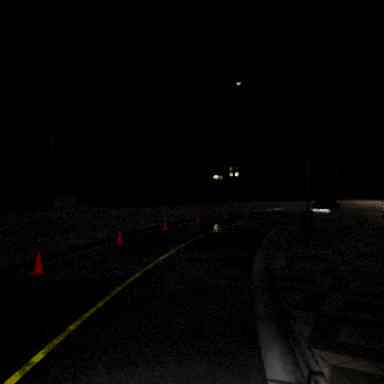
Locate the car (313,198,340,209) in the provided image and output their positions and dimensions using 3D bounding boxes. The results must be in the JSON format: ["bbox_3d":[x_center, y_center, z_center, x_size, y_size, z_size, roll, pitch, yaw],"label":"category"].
[{"bbox_3d":[17.465,1.497,43.150,4.181,1.385,1.994,0,1,-44],"label":"car"}]

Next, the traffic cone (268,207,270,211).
[{"bbox_3d":[8.667,1.885,37.331,0.340,0.580,0.340,1,1,39],"label":"traffic cone"}]

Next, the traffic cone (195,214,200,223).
[{"bbox_3d":[0.410,1.909,24.035,0.340,0.580,0.340,0,0,24],"label":"traffic cone"}]

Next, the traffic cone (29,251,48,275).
[{"bbox_3d":[-4.182,1.916,9.070,0.340,0.580,0.340,0,0,10],"label":"traffic cone"}]

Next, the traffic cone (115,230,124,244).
[{"bbox_3d":[-3.083,1.911,14.184,0.340,0.580,0.340,0,0,15],"label":"traffic cone"}]

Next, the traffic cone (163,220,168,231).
[{"bbox_3d":[-1.548,1.909,19.184,0.340,0.580,0.340,0,0,20],"label":"traffic cone"}]

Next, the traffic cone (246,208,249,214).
[{"bbox_3d":[5.537,1.897,33.141,0.340,0.580,0.340,1,0,34],"label":"traffic cone"}]
